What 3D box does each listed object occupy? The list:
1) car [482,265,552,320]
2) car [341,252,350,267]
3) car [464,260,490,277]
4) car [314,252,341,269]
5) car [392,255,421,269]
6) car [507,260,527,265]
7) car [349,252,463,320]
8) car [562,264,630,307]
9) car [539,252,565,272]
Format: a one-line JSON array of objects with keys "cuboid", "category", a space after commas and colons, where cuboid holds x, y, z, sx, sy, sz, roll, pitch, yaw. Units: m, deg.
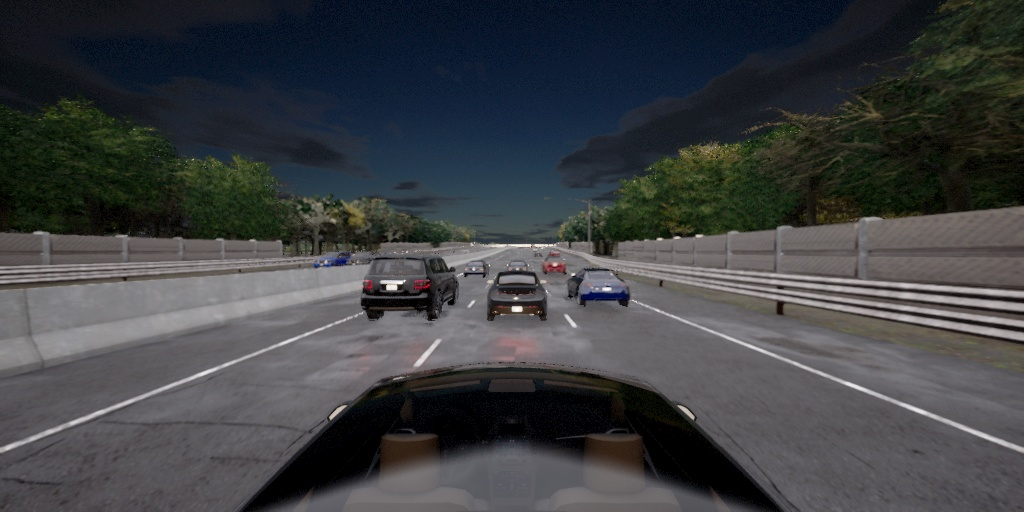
[{"cuboid": [0.170, 1.243, 12.556, 1.837, 1.490, 4.892, 0, 0, 1], "category": "car"}, {"cuboid": [-16.895, 0.531, 41.188, 2.150, 2.045, 5.566, 0, 1, 2], "category": "car"}, {"cuboid": [-3.001, 1.067, 31.279, 2.033, 1.411, 5.357, 0, 1, 1], "category": "car"}, {"cuboid": [-20.399, 0.530, 41.340, 2.150, 2.045, 5.566, 0, 1, 2], "category": "car"}, {"cuboid": [-13.239, 0.682, 45.325, 1.882, 1.535, 5.008, 0, 1, 2], "category": "car"}, {"cuboid": [0.506, 1.061, 31.528, 2.033, 1.411, 5.357, 0, 1, 2], "category": "car"}, {"cuboid": [-3.333, 0.959, 12.698, 2.150, 2.045, 5.566, 0, 0, 1], "category": "car"}, {"cuboid": [3.572, 1.208, 15.439, 1.994, 1.385, 4.181, 0, 0, 0], "category": "car"}, {"cuboid": [3.998, 0.792, 34.853, 2.097, 1.767, 4.553, 0, 1, 2], "category": "car"}]
